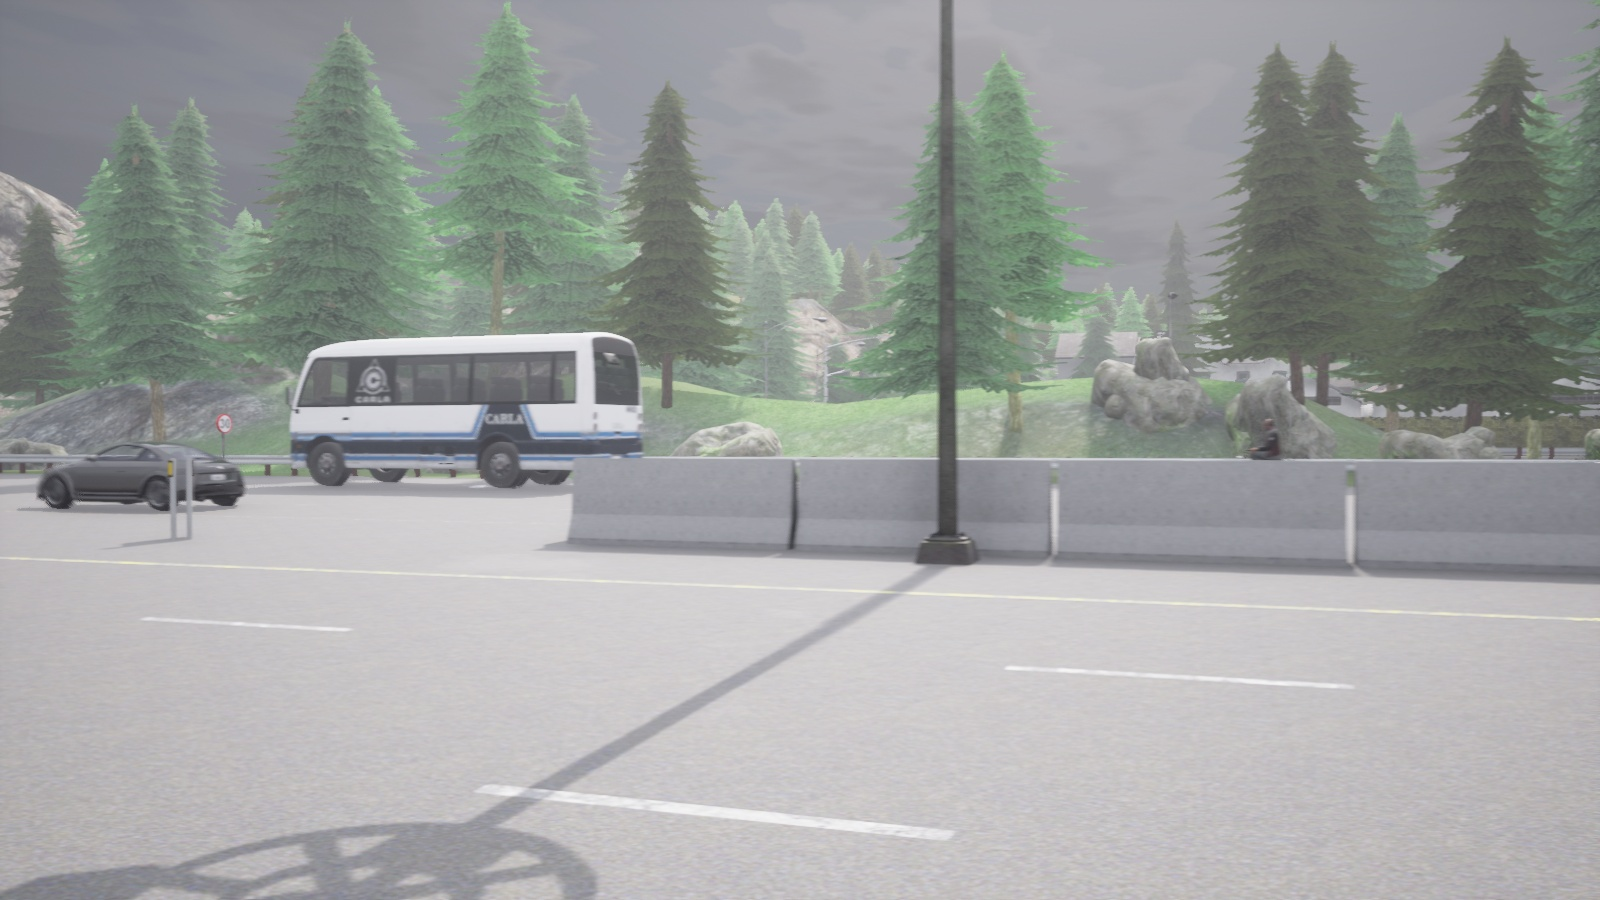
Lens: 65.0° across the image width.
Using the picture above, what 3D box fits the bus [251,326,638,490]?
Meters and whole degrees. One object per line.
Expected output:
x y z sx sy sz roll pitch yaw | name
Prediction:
-10.183 -1.167 36.136 10.273 4.253 3.944 1 1 19 | bus

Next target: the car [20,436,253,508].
-13.888 0.416 26.331 4.181 1.385 1.994 1 1 19 | car
